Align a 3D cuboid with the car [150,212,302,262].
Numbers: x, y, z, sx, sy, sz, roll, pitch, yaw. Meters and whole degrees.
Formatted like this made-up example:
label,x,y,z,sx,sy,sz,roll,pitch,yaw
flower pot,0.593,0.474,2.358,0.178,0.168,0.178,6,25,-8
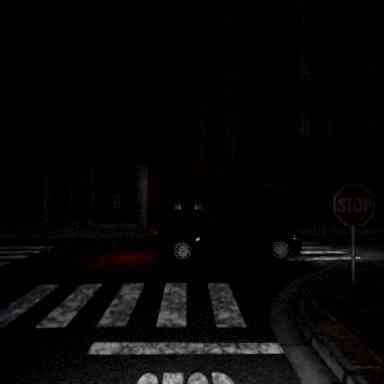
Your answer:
label,x,y,z,sx,sy,sz,roll,pitch,yaw
car,1.121,1.419,11.241,5.008,1.535,1.882,-1,-1,-1
